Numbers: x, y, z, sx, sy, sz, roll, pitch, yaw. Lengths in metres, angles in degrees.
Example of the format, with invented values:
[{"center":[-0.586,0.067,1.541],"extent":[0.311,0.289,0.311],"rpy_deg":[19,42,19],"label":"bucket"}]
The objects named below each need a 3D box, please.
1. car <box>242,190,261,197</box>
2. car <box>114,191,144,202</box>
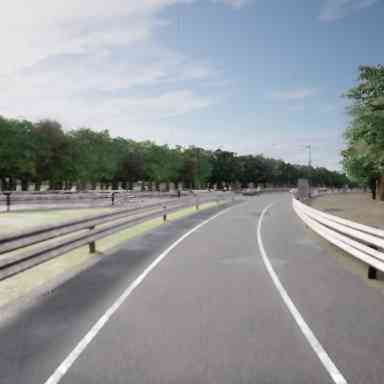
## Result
[{"center":[12.745,0.230,71.091],"extent":[2.033,1.411,5.357],"rpy_deg":[1,2,38],"label":"car"},{"center":[-8.498,0.615,44.902],"extent":[1.812,1.442,4.674],"rpy_deg":[2,2,40],"label":"car"}]
